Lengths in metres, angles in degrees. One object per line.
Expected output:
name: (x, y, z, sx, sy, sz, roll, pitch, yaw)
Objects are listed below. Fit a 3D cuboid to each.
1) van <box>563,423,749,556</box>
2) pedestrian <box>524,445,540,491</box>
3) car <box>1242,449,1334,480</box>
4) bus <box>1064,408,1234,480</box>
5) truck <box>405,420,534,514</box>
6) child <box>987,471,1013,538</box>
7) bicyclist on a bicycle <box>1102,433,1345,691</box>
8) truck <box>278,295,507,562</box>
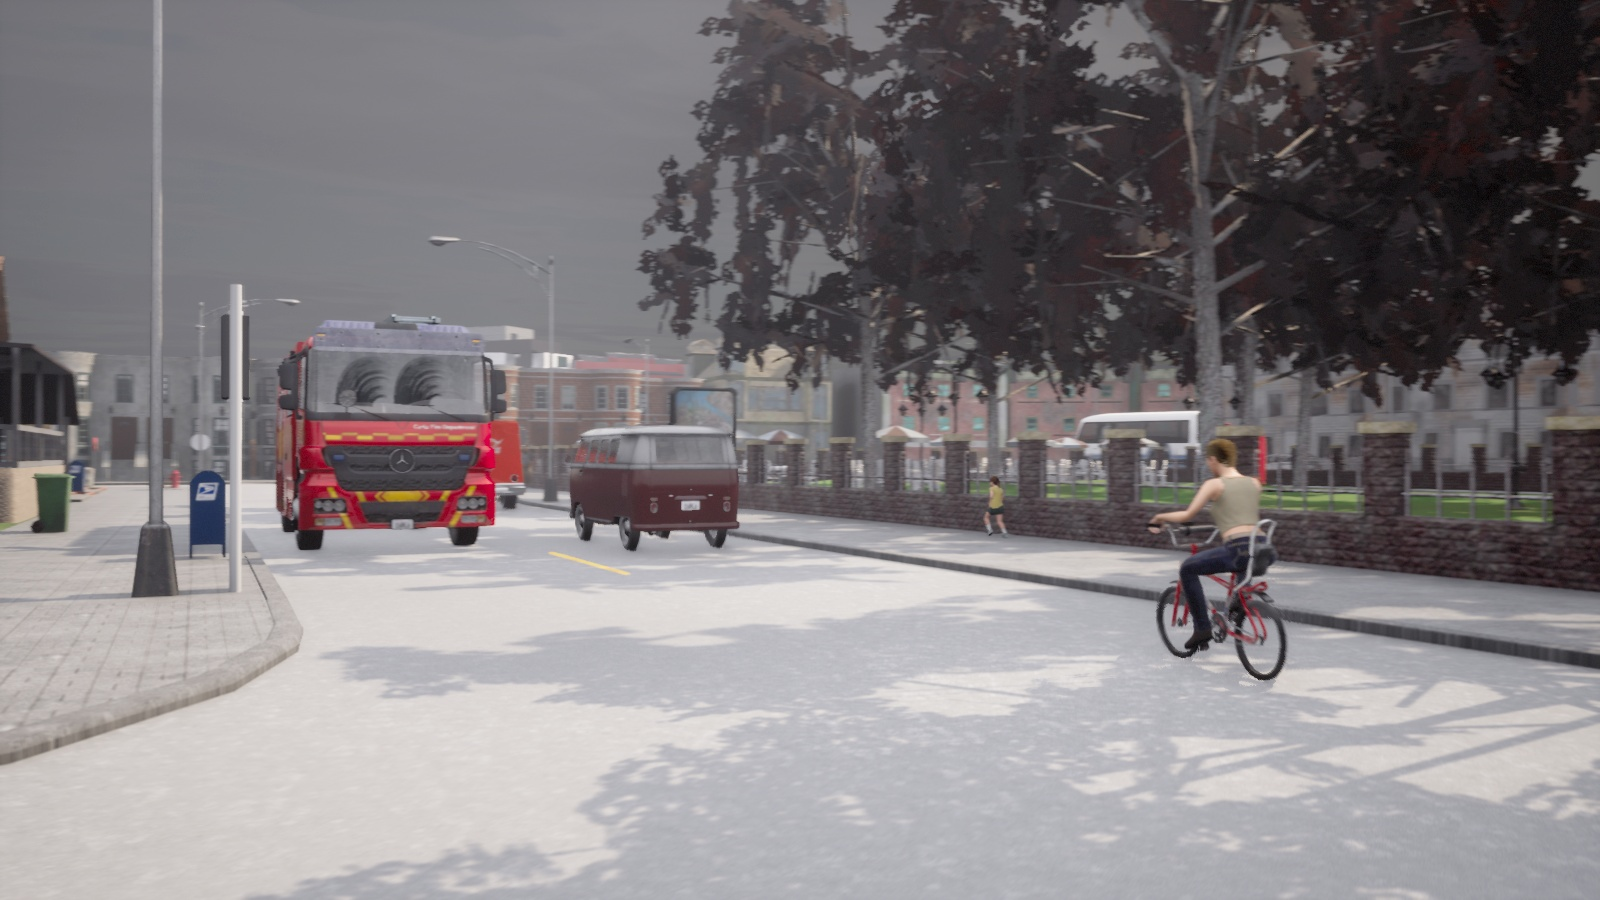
van: (-2.545, 0.602, 21.159, 1.775, 1.987, 4.442, 0, 0, -25)
pedestrian: (-10.960, 0.723, 51.331, 0.540, 1.848, 0.694, 0, 0, -24)
car: (27.880, 0.809, 71.859, 2.242, 1.667, 4.611, 0, 0, -25)
bus: (22.104, -0.361, 80.222, 3.944, 4.253, 10.273, -1, 0, -35)
truck: (-9.539, 0.453, 35.881, 2.627, 2.467, 5.204, 0, 0, -25)
child: (3.371, 0.918, 21.198, 0.255, 1.110, 0.394, 0, 0, -25)
bicyclist on a bicycle: (2.894, 0.711, 8.759, 0.866, 1.612, 1.509, -1, 0, -16)
truck: (-7.573, -0.292, 22.425, 2.891, 3.827, 8.468, 0, 0, -25)
